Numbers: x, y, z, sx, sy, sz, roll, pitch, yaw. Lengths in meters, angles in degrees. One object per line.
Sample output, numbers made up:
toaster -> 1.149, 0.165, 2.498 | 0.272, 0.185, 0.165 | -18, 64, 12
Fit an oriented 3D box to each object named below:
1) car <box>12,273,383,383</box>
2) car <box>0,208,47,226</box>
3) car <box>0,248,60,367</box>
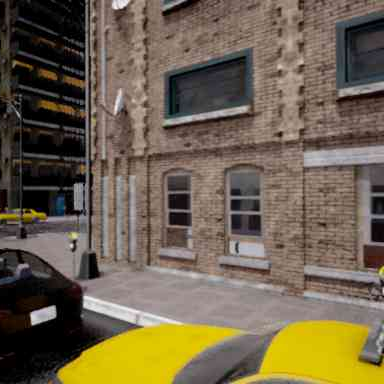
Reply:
car -> 0.922, 1.528, 2.218 | 4.829, 1.417, 1.752 | 0, 0, 36
car -> -14.812, 2.030, 28.120 | 1.752, 1.417, 4.829 | -2, -2, 35
car -> -3.566, 1.607, 5.419 | 4.313, 1.339, 1.947 | 0, 0, 35
